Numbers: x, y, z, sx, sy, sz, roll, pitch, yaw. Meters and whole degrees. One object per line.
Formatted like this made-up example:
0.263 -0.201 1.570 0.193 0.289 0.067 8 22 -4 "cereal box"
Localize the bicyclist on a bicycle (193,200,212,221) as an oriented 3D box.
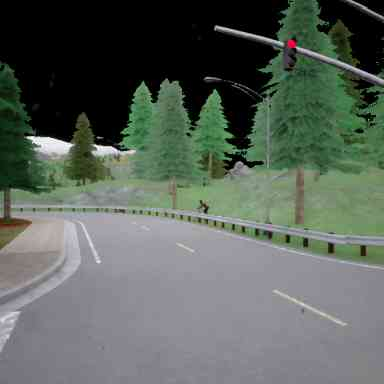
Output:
0.826 1.432 25.534 1.656 1.620 0.582 -1 2 -20 "bicyclist on a bicycle"
